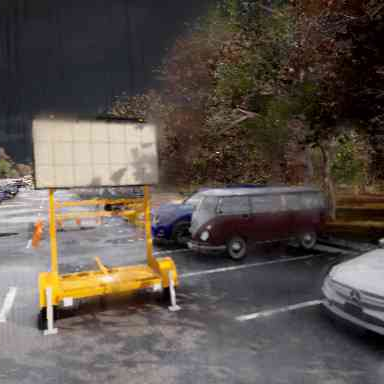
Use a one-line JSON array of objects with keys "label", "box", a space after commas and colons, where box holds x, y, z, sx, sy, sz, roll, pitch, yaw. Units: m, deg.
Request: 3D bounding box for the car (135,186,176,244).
[{"label": "car", "box": [0.945, 0.788, 12.988, 5.566, 2.045, 2.435, -3, 2, -23]}]

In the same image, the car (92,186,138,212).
[{"label": "car", "box": [-4.550, 0.538, 25.925, 5.566, 2.045, 2.435, -3, 2, -23]}]

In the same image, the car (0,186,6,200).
[{"label": "car", "box": [-23.149, 0.672, 35.950, 4.553, 1.767, 2.185, -3, 3, -23]}]

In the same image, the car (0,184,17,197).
[{"label": "car", "box": [-29.704, -0.214, 51.307, 4.553, 1.767, 2.185, -3, 5, -23]}]

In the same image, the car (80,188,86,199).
[{"label": "car", "box": [-10.030, 0.357, 38.604, 4.892, 1.521, 2.231, -3, 3, -23]}]

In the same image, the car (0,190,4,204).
[{"label": "car", "box": [-22.042, 0.939, 33.401, 4.792, 1.488, 2.163, -3, 3, -23]}]

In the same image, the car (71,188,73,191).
[{"label": "car", "box": [-15.370, -0.317, 51.476, 5.366, 1.575, 1.946, -3, 4, -23]}]

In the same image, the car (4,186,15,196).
[{"label": "car", "box": [-26.429, 0.402, 43.637, 4.892, 1.521, 2.231, -3, 4, -23]}]

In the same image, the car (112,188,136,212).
[{"label": "car", "box": [-2.341, 0.780, 20.805, 4.553, 1.767, 2.185, -3, 2, -23]}]

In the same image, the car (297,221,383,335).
[{"label": "car", "box": [4.279, 1.202, 5.333, 4.674, 1.452, 2.002, -3, 2, -23]}]

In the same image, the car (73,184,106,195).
[{"label": "car", "box": [-16.618, -0.441, 53.976, 4.792, 1.488, 2.163, -3, 5, -23]}]

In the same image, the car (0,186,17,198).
[{"label": "car", "box": [-28.636, 0.085, 48.756, 5.008, 1.535, 2.097, -3, 4, -23]}]

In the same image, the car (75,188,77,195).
[{"label": "car", "box": [-12.286, 0.115, 43.842, 5.008, 1.535, 2.097, -3, 4, -23]}]

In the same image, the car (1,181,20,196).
[{"label": "car", "box": [-27.504, -0.004, 46.191, 5.566, 2.045, 2.435, -3, 4, -23]}]

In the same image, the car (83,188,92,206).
[{"label": "car", "box": [-6.942, 0.645, 30.974, 5.366, 1.575, 1.946, -3, 3, -23]}]

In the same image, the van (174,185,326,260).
[{"label": "van", "box": [1.964, 0.859, 10.395, 4.442, 1.987, 1.878, -3, 2, -23]}]

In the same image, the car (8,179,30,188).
[{"label": "car", "box": [-44.014, -1.763, 83.641, 4.792, 1.488, 2.163, -3, 5, -23]}]

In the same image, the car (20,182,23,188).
[{"label": "car", "box": [-31.961, -0.415, 56.398, 4.792, 1.488, 2.163, -3, 5, -23]}]

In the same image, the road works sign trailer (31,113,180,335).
[{"label": "road works sign trailer", "box": [-1.830, 0.305, 6.677, 2.380, 3.560, 2.880, -3, 2, -23]}]

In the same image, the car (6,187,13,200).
[{"label": "car", "box": [-25.351, 0.575, 41.081, 4.792, 1.488, 2.163, -3, 4, -23]}]

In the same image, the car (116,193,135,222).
[{"label": "car", "box": [-1.272, 0.954, 18.235, 5.008, 1.535, 2.097, -3, 2, -23]}]

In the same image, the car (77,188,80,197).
[{"label": "car", "box": [-11.183, 0.238, 41.282, 5.008, 1.535, 2.097, -3, 3, -23]}]

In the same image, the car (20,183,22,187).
[{"label": "car", "box": [-30.806, -0.238, 53.871, 4.792, 1.488, 2.163, -3, 5, -23]}]

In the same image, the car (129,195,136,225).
[{"label": "car", "box": [0.051, 0.986, 15.638, 5.366, 1.575, 1.946, -3, 2, -23]}]

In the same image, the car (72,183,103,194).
[{"label": "car", "box": [-17.794, -0.610, 56.635, 4.674, 1.452, 2.002, -3, 5, -23]}]
